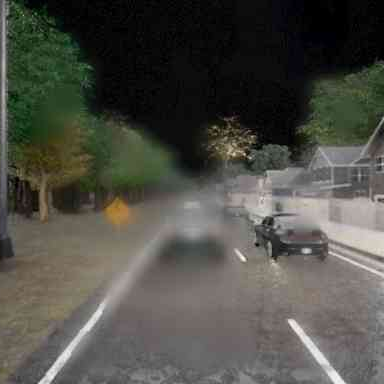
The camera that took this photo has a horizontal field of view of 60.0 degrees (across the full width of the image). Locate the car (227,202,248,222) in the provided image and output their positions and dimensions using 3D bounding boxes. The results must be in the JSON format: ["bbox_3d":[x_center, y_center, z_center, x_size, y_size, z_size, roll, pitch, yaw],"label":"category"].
[{"bbox_3d":[3.552,1.598,27.584,2.128,1.511,4.902,0,0,1],"label":"car"}]

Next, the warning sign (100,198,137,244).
[{"bbox_3d":[-3.053,1.172,13.901,1.300,1.860,1.060,0,-1,0],"label":"warning sign"}]

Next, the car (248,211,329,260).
[{"bbox_3d":[3.550,1.558,12.654,1.837,1.490,4.892,0,0,1],"label":"car"}]

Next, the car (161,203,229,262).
[{"bbox_3d":[0.049,1.403,12.535,2.097,1.767,4.553,0,0,0],"label":"car"}]

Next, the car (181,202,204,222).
[{"bbox_3d":[0.058,1.634,28.281,1.812,1.442,4.674,0,0,0],"label":"car"}]
